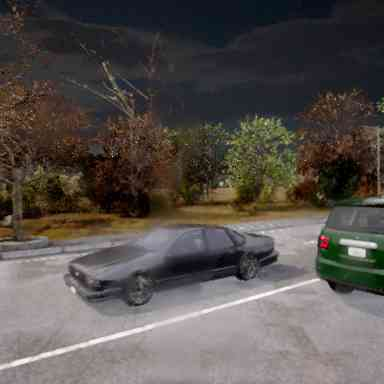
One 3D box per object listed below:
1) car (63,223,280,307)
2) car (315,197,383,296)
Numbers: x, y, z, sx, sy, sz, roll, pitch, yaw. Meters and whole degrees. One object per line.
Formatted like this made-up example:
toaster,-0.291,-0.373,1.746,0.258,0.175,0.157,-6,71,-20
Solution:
car,-0.195,1.516,8.158,5.357,1.411,2.033,-1,1,-36
car,5.067,1.131,7.371,5.566,2.045,2.150,0,0,-36
